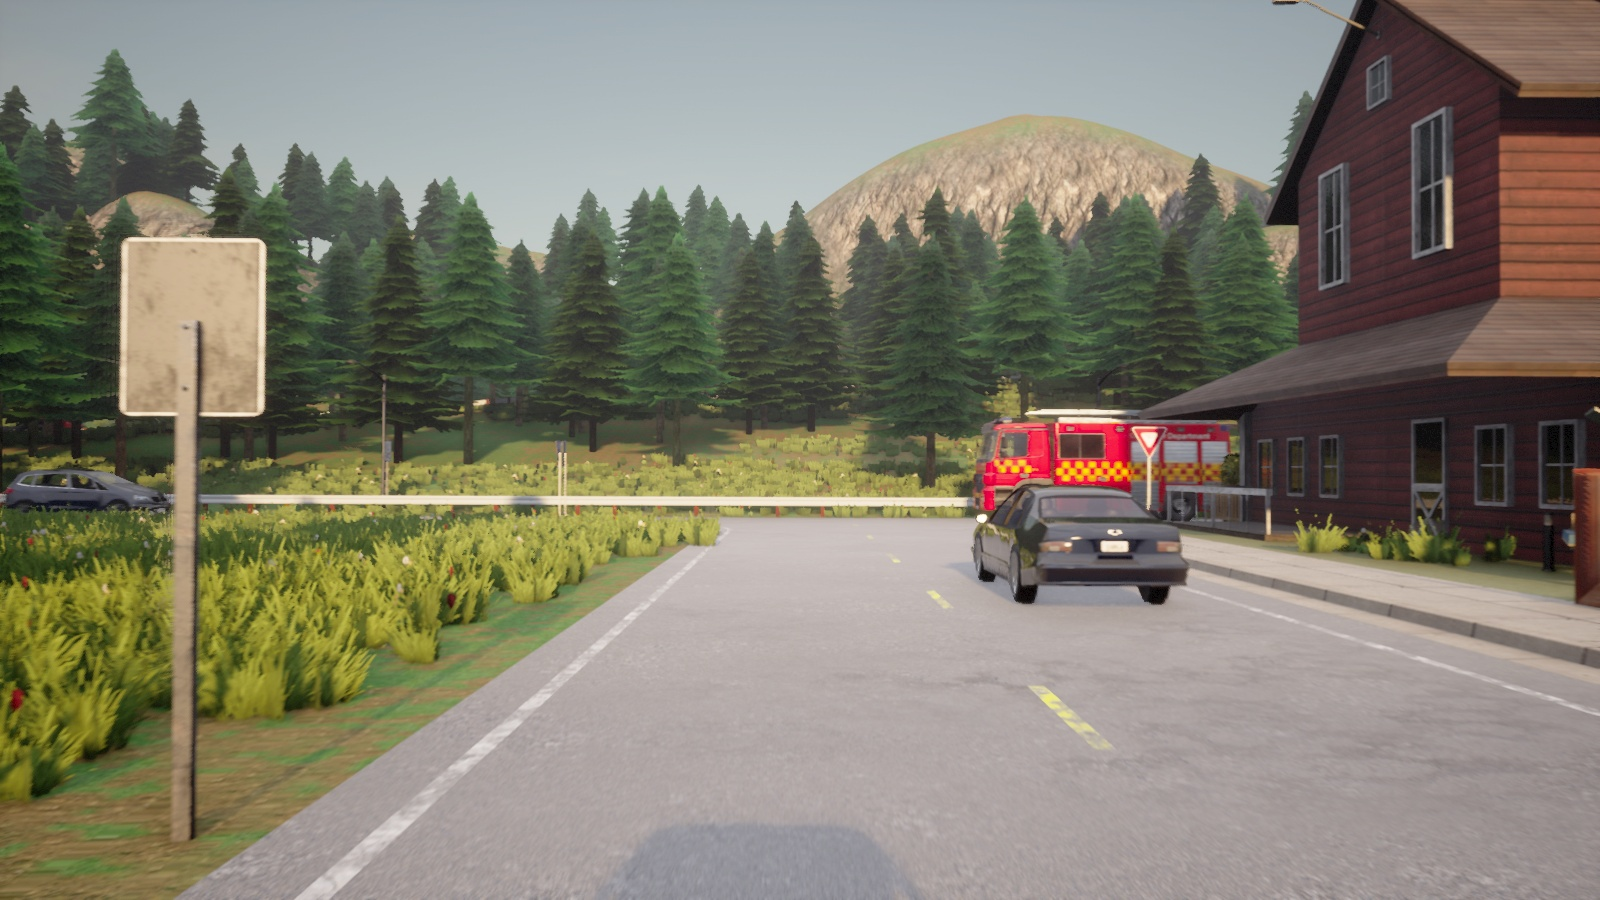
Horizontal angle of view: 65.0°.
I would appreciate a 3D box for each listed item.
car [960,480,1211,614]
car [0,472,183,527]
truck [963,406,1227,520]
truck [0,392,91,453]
[{"bbox_3d":[3.460,1.123,16.401,2.033,1.411,5.357,0,-1,0],"label":"car"},{"bbox_3d":[-22.554,1.559,40.068,4.611,1.667,2.242,0,-1,0],"label":"car"},{"bbox_3d":[10.117,0.476,43.711,8.468,3.827,2.891,0,-1,0],"label":"truck"},{"bbox_3d":[-51.182,-1.653,81.791,7.936,3.462,2.891,-5,0,-12],"label":"truck"}]
